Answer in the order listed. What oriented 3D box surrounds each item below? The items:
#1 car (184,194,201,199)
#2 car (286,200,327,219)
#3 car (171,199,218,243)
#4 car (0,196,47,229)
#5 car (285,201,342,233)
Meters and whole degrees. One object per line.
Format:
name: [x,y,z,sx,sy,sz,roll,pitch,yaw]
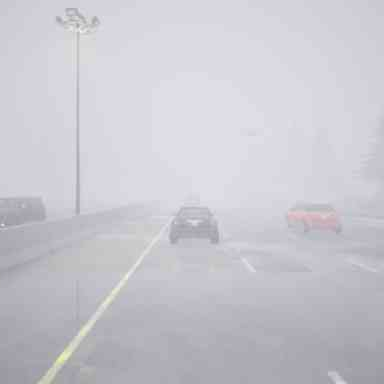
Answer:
car: [0.088,1.338,46.592,2.150,2.045,5.566,0,0,0]
car: [10.605,1.569,31.174,2.128,1.511,4.902,0,0,0]
car: [0.104,1.393,16.424,2.097,1.767,4.553,0,0,0]
car: [-10.587,1.272,19.594,2.150,2.045,5.566,0,0,0]
car: [7.105,1.401,19.952,2.097,1.767,4.553,0,0,0]
